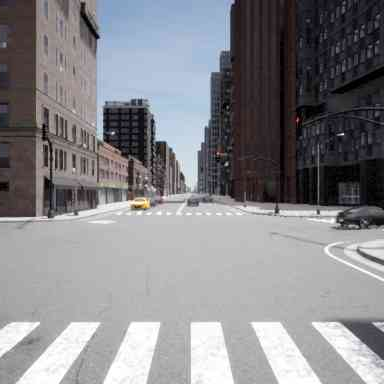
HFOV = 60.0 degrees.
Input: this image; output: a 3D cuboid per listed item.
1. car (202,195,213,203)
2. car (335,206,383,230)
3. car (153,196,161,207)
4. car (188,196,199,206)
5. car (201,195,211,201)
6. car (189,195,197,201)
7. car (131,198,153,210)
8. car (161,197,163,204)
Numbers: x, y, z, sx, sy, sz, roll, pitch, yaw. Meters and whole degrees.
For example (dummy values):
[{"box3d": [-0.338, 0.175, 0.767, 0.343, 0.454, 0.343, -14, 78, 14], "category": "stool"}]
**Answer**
[{"box3d": [3.391, 1.525, 70.952, 2.128, 1.511, 4.902, 0, 0, 0], "category": "car"}, {"box3d": [11.745, 1.663, 22.063, 4.674, 1.442, 1.812, 1, -1, -19], "category": "car"}, {"box3d": [-6.481, 1.569, 51.436, 1.994, 1.385, 4.181, 0, 0, 1], "category": "car"}, {"box3d": [0.210, 1.496, 56.723, 2.128, 1.511, 4.902, 0, 0, 0], "category": "car"}, {"box3d": [3.411, 1.492, 81.372, 2.128, 1.511, 4.902, 0, 0, 0], "category": "car"}, {"box3d": [0.163, 1.549, 82.119, 1.994, 1.385, 4.181, 0, 0, 0], "category": "car"}, {"box3d": [-6.514, 1.481, 42.186, 1.882, 1.535, 5.008, 0, 0, 0], "category": "car"}, {"box3d": [-6.440, 1.482, 61.857, 1.882, 1.535, 5.008, 0, 0, 0], "category": "car"}]
